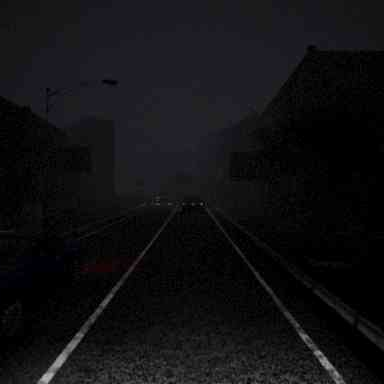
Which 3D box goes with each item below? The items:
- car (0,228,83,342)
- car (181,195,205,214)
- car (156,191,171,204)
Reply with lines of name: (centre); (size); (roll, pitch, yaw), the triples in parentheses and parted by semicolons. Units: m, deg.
car: (-3.602, 1.513, 6.568); (1.812, 1.442, 4.674); (0, 0, 0)
car: (0.090, 1.085, 31.614); (2.097, 1.767, 4.553); (0, 1, 0)
car: (-4.154, 0.726, 48.240); (2.097, 1.767, 4.553); (0, 2, -5)
